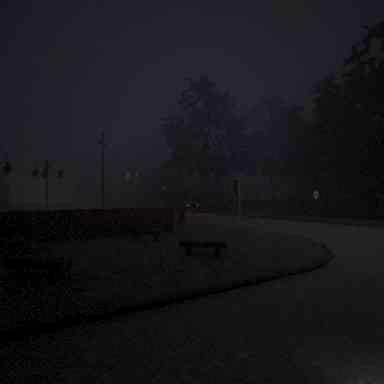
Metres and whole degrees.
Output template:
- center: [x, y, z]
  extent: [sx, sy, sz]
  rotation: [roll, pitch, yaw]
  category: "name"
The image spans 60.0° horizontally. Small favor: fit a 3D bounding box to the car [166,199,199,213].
- center: [-1.109, 1.526, 35.724]
  extent: [1.812, 1.442, 4.674]
  rotation: [0, 0, -35]
  category: "car"
